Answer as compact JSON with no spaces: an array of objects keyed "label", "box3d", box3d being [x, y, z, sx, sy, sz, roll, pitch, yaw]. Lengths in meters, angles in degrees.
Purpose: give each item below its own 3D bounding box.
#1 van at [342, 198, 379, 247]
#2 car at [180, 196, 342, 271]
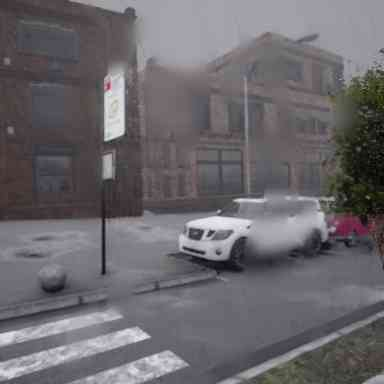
[{"label":"van","box3d":[6.735,1.169,14.355,4.442,1.987,1.878,-1,0,-35]},{"label":"car","box3d":[2.276,1.181,11.208,5.566,2.045,2.435,0,0,-35]}]
